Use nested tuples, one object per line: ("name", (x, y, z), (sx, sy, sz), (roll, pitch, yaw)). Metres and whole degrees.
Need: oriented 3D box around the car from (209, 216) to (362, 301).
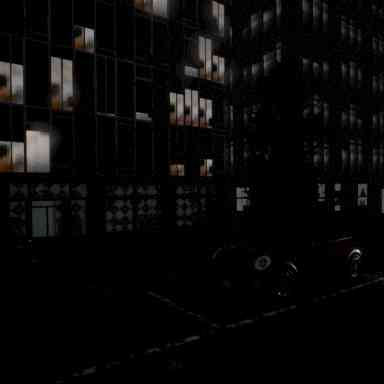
("car", (2.355, 1.439, 8.234), (4.097, 1.590, 1.967), (0, -1, -35))
